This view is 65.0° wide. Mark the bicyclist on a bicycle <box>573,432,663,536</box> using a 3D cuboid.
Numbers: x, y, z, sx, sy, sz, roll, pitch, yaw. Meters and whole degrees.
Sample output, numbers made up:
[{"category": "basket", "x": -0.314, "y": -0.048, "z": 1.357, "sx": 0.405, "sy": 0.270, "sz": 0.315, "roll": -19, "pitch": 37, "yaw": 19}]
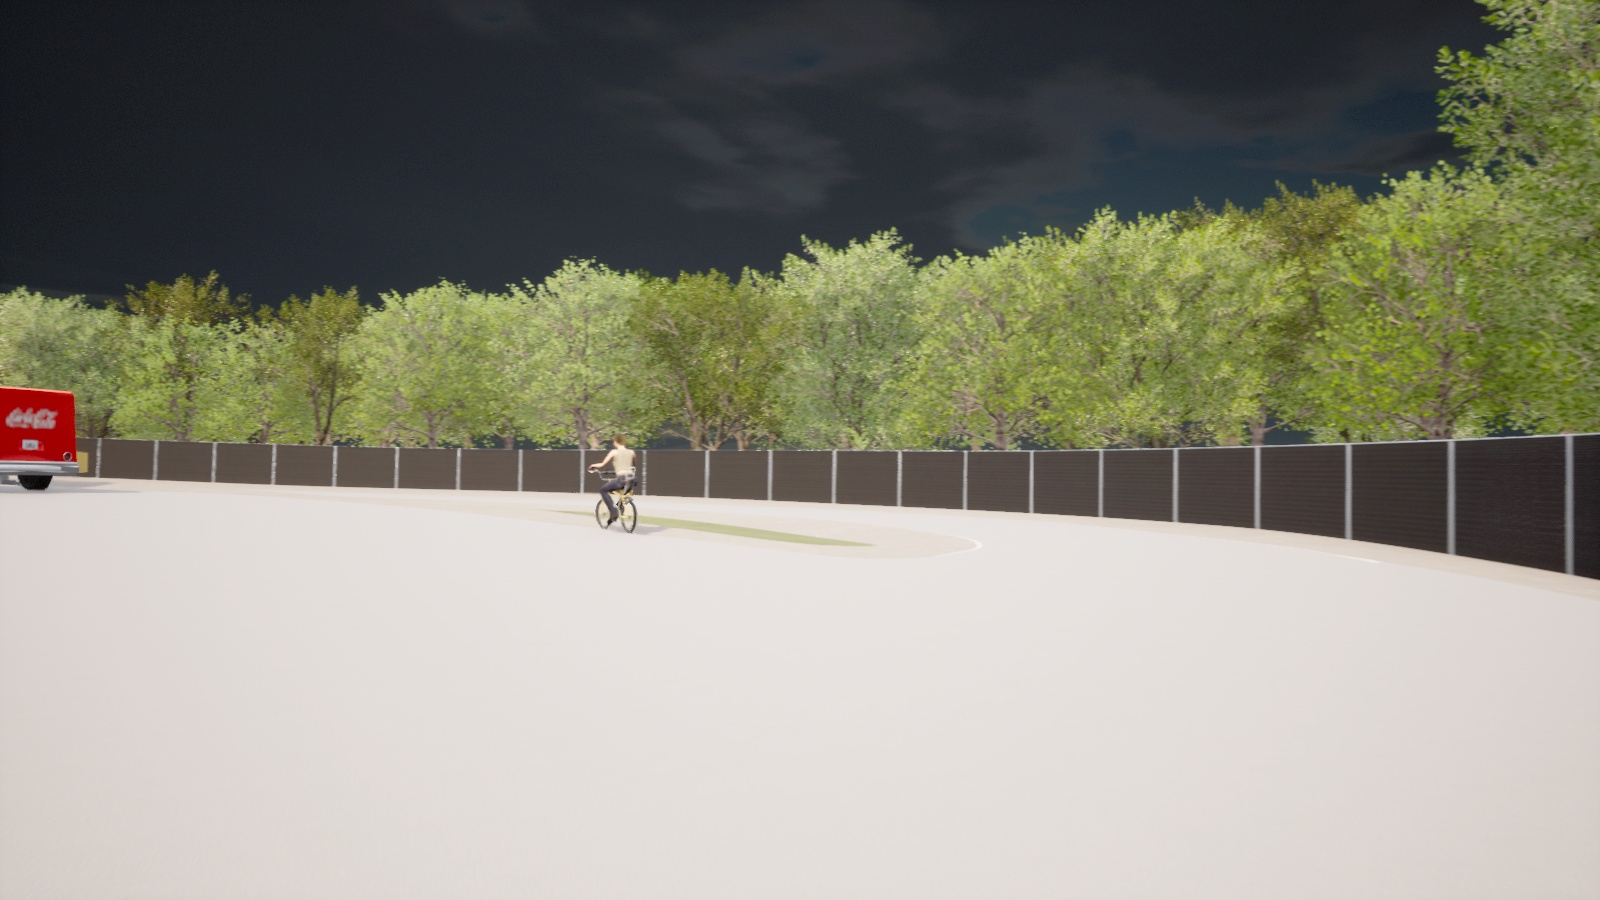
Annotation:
[{"category": "bicyclist on a bicycle", "x": -2.987, "y": 0.527, "z": 20.504, "sx": 0.866, "sy": 1.612, "sz": 1.509, "roll": 1, "pitch": 1, "yaw": -33}]

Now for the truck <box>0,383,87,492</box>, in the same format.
[{"category": "truck", "x": -20.189, "y": -0.321, "z": 30.182, "sx": 5.204, "sy": 2.467, "sz": 2.627, "roll": 2, "pitch": -1, "yaw": 24}]
